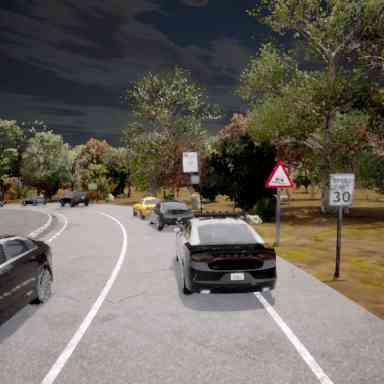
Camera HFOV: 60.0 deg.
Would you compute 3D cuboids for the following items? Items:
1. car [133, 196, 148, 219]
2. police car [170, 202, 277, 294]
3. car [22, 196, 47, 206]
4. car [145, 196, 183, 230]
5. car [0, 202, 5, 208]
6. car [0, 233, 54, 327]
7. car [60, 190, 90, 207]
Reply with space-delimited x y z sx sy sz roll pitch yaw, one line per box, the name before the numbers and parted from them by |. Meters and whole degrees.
car | -3.230 1.076 25.015 1.801 1.575 5.366 -2 1 -20
police car | 0.581 1.309 8.694 1.930 1.638 5.238 -1 1 -6
car | -25.162 1.393 53.043 4.902 1.511 2.128 -2 3 34
car | -1.264 1.215 18.863 1.837 1.490 4.892 -2 1 -15
car | -32.017 1.970 53.596 4.181 1.385 1.994 -3 3 33
car | -3.695 1.459 5.074 2.128 1.511 4.902 0 1 -4
car | -15.433 0.862 43.655 2.150 2.045 5.566 -5 3 -41
